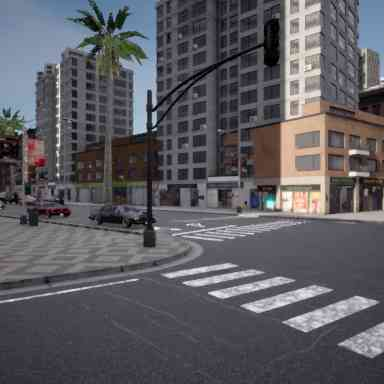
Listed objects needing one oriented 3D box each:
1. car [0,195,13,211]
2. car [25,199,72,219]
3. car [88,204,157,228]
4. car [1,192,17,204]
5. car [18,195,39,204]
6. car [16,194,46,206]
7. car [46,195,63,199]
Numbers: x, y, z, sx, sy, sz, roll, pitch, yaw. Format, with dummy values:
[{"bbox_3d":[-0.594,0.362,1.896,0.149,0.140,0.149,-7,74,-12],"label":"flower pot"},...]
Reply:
[{"bbox_3d":[-23.113,1.365,38.564,4.902,1.511,2.128,1,0,44],"label":"car"},{"bbox_3d":[-12.386,1.537,28.836,4.718,1.301,1.895,0,0,41],"label":"car"},{"bbox_3d":[-4.818,1.523,22.387,5.357,1.411,2.033,0,0,40],"label":"car"},{"bbox_3d":[-30.291,0.991,54.724,2.150,2.045,5.566,0,0,-44],"label":"car"},{"bbox_3d":[-28.251,1.270,57.286,1.837,1.490,4.892,0,0,-44],"label":"car"},{"bbox_3d":[-23.199,1.361,47.806,4.674,1.442,1.812,0,0,45],"label":"car"},{"bbox_3d":[-21.207,1.184,50.404,4.553,1.767,2.097,0,0,45],"label":"car"}]
